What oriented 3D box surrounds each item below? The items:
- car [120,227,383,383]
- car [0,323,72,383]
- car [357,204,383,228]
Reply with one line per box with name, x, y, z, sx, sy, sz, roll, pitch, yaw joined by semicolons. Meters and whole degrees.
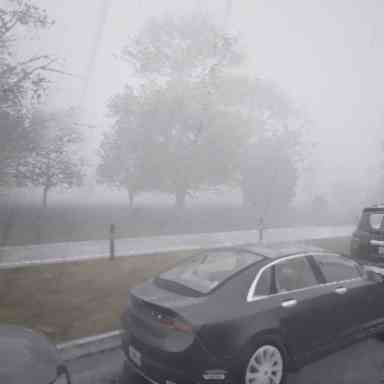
car;1.392;1.489;4.947;4.892;1.521;2.231;0;-3;-34
car;-3.220;1.468;1.786;4.892;1.521;2.231;0;-3;-34
car;6.137;1.260;7.972;5.566;2.045;2.435;0;-3;-32
